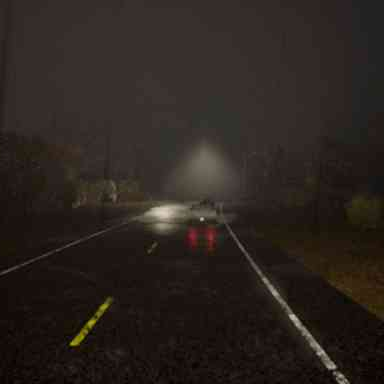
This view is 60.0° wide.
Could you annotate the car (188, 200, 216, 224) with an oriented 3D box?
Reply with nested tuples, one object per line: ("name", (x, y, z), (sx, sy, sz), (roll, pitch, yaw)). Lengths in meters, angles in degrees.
("car", (0.765, 1.495, 24.091), (1.895, 1.301, 4.718), (0, 0, 3))

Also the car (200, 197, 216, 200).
("car", (1.949, 1.303, 41.316), (2.128, 1.511, 4.902), (0, 0, 5))
